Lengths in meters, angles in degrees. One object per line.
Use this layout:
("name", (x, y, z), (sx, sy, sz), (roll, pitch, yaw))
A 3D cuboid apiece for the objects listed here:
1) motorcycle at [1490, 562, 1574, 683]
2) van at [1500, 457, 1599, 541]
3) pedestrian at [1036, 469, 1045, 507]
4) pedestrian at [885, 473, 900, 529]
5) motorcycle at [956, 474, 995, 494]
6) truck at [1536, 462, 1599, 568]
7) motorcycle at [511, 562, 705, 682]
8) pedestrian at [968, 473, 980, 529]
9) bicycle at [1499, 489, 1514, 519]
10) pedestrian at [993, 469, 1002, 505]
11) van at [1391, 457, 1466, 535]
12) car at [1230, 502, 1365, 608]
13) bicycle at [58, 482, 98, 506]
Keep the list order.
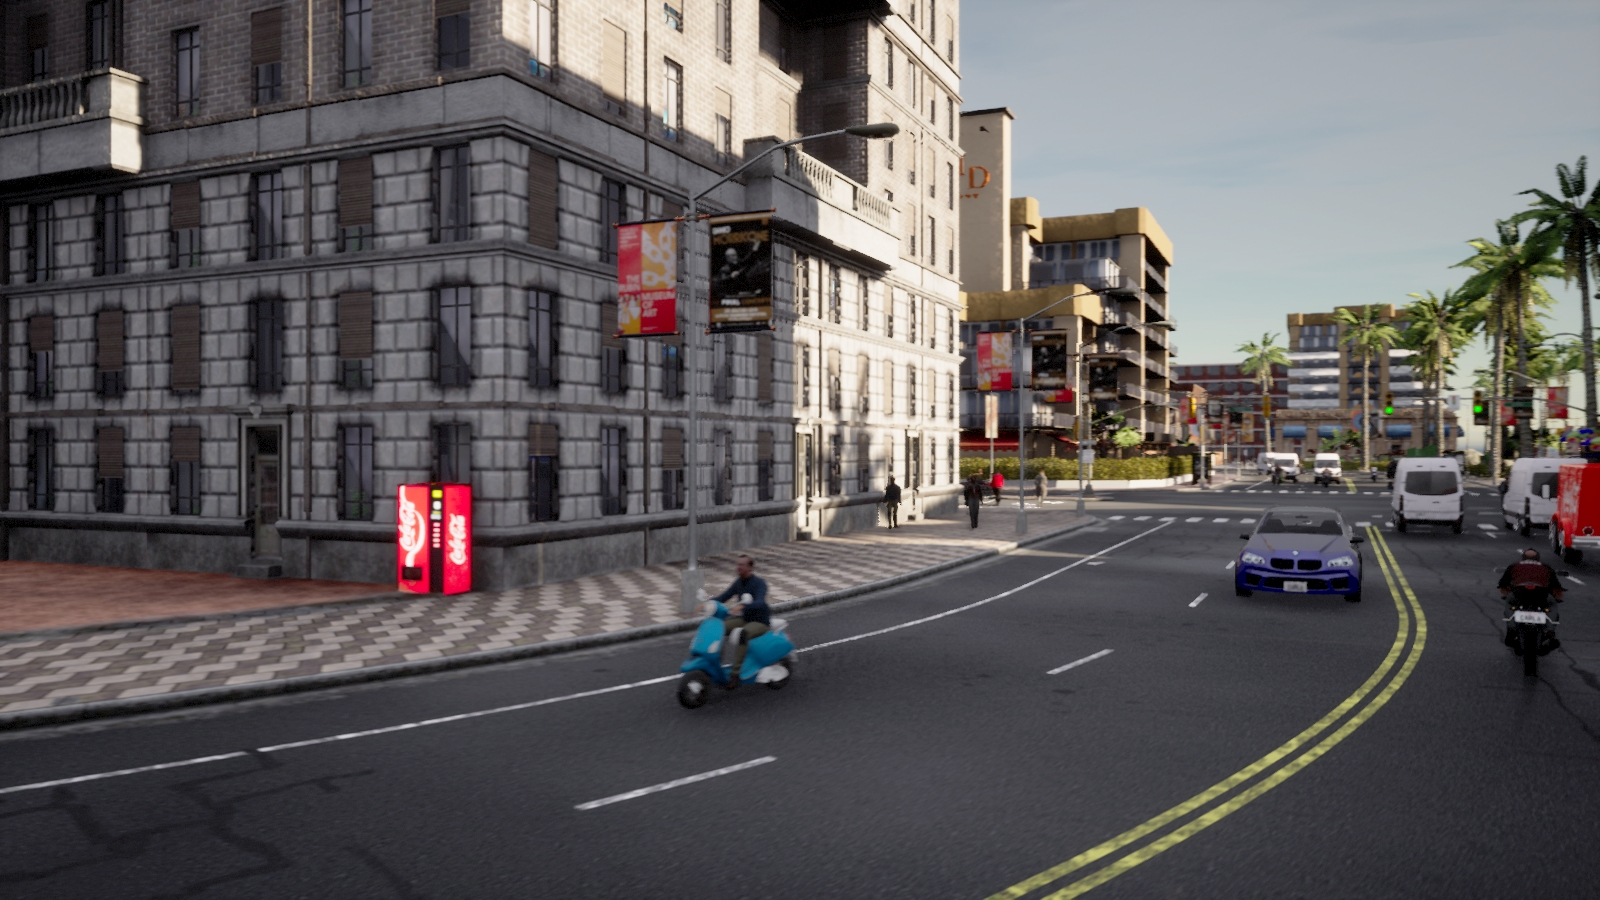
("motorcycle", (9.625, 2.211, 15.031), (0.867, 1.251, 2.209), (0, 0, 33))
("van", (25.294, 1.549, 38.756), (1.988, 2.561, 5.915), (0, 0, 25))
("pedestrian", (11.921, 1.883, 56.596), (0.375, 1.860, 0.375), (0, 0, 25))
("pedestrian", (3.105, 1.721, 38.358), (0.375, 1.860, 0.375), (0, 0, 22))
("motorcycle", (11.479, 2.216, 74.725), (2.356, 1.277, 0.764), (0, 0, 23))
("truck", (20.700, 1.577, 29.110), (2.627, 2.467, 5.204), (0, 0, 26))
("motorcycle", (-2.463, 2.181, 14.804), (2.356, 1.277, 0.764), (0, -1, -31))
("pedestrian", (5.887, 1.720, 38.622), (0.375, 1.860, 0.375), (0, 0, 14))
("bicycle", (29.345, 2.229, 47.436), (0.329, 1.171, 1.835), (0, 0, 25))
("pedestrian", (10.059, 1.884, 58.190), (0.375, 1.860, 0.375), (0, 0, 24))
("van", (22.500, 1.553, 41.093), (1.988, 2.561, 5.915), (0, 0, 25))
("car", (10.055, 1.979, 22.885), (2.242, 1.667, 4.611), (0, 0, 27))
("bicycle", (-37.410, 2.269, 59.211), (0.329, 1.171, 1.835), (0, 0, 30))
